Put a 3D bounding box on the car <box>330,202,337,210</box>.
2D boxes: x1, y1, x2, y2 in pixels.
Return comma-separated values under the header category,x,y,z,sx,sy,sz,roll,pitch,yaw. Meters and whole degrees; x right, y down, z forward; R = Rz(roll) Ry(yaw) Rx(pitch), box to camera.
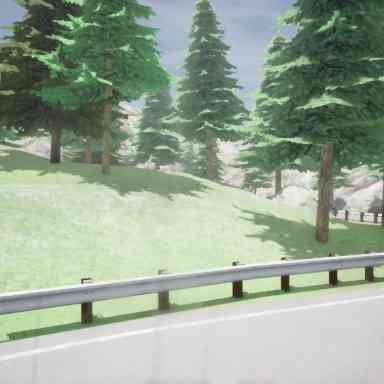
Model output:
category,x,y,z,sx,sy,sz,roll,pitch,yaw
car,12.149,1.232,34.019,2.150,2.045,5.566,0,1,-21
